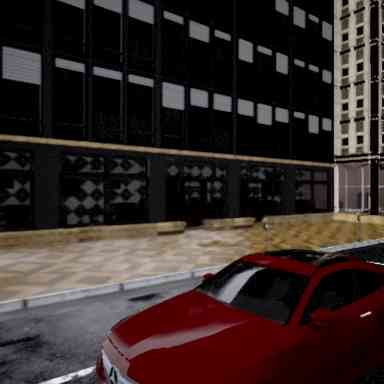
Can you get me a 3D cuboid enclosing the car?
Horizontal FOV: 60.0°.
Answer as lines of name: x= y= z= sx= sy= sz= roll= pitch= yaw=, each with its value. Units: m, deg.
car: x=1.191 y=1.527 z=4.219 sx=4.674 sy=1.442 sz=1.812 roll=0 pitch=0 yaw=-35
